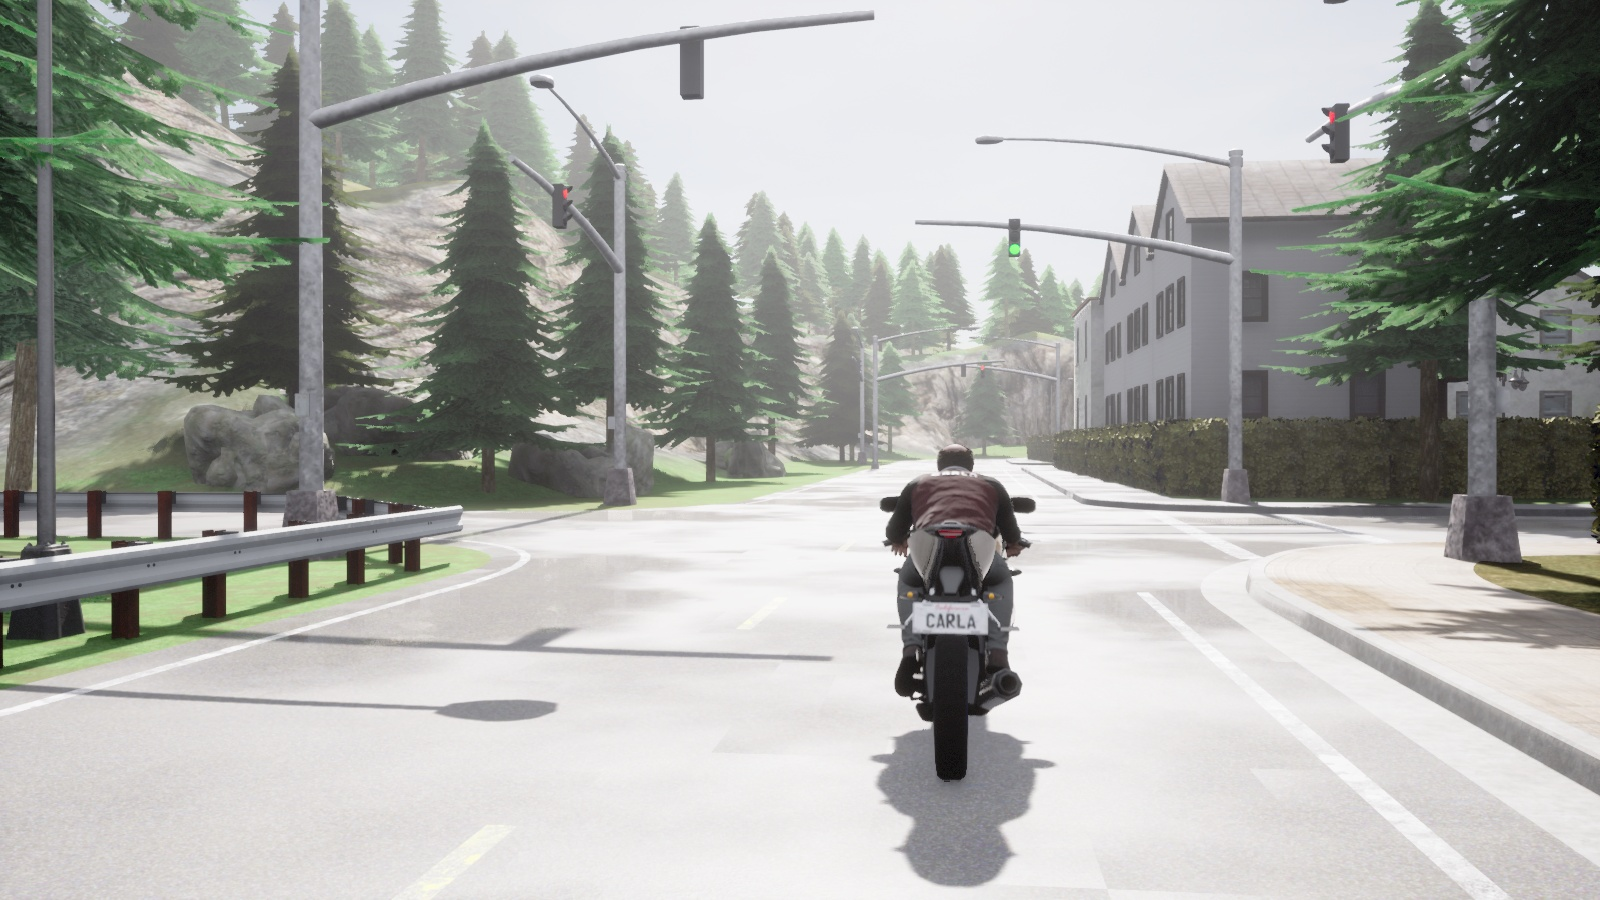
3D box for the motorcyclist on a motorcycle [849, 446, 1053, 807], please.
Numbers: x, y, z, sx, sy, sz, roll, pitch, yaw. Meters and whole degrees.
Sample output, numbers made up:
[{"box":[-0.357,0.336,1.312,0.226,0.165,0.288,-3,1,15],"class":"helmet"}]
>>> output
[{"box":[0.798,0.746,6.464,0.866,1.530,2.191,0,0,8],"class":"motorcyclist on a motorcycle"}]
